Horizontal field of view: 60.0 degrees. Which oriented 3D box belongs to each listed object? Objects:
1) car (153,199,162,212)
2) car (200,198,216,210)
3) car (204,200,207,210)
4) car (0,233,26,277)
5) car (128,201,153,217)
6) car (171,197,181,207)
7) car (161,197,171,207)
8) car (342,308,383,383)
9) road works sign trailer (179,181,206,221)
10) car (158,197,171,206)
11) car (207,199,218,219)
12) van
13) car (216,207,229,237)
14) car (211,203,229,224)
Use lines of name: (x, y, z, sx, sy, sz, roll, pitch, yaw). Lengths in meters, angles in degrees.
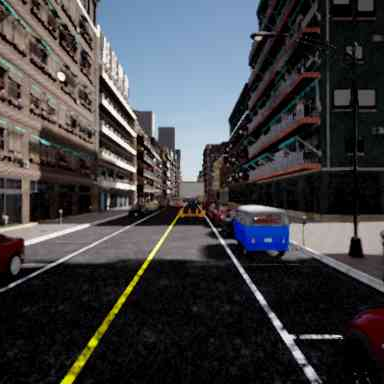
car: (-5.729, 2.006, 47.171, 1.752, 1.417, 4.829, 0, -1, 0)
car: (2.653, 1.797, 47.348, 2.192, 1.841, 5.009, 0, -1, 0)
car: (2.661, 1.921, 36.072, 2.008, 1.369, 4.403, 0, -1, 0)
car: (-5.695, 1.628, 7.888, 1.887, 1.381, 4.507, 0, -1, 0)
car: (-5.720, 1.936, 36.068, 1.947, 1.339, 4.313, 0, -1, 0)
car: (-3.083, 2.005, 64.651, 2.097, 1.767, 4.553, 0, -1, 1)
car: (-5.744, 2.089, 64.252, 1.967, 1.590, 4.097, 0, -1, 0)
car: (2.690, 1.465, 2.257, 1.967, 1.590, 4.097, 0, -1, 0)
road works sign trailer: (-0.026, 0.779, 30.578, 2.380, 3.560, 2.880, 0, -1, 0)
car: (-5.748, 2.019, 69.889, 2.192, 1.841, 5.009, 0, -1, 0)
car: (2.666, 1.753, 30.438, 1.967, 1.590, 4.097, 0, -1, 0)
van: (2.681, 1.482, 13.531, 1.690, 1.788, 3.998, 0, -1, 0)
car: (2.675, 1.765, 19.164, 1.947, 1.339, 4.313, 0, -1, 0)
car: (2.671, 1.801, 24.801, 1.887, 1.381, 4.507, 0, -1, 0)
